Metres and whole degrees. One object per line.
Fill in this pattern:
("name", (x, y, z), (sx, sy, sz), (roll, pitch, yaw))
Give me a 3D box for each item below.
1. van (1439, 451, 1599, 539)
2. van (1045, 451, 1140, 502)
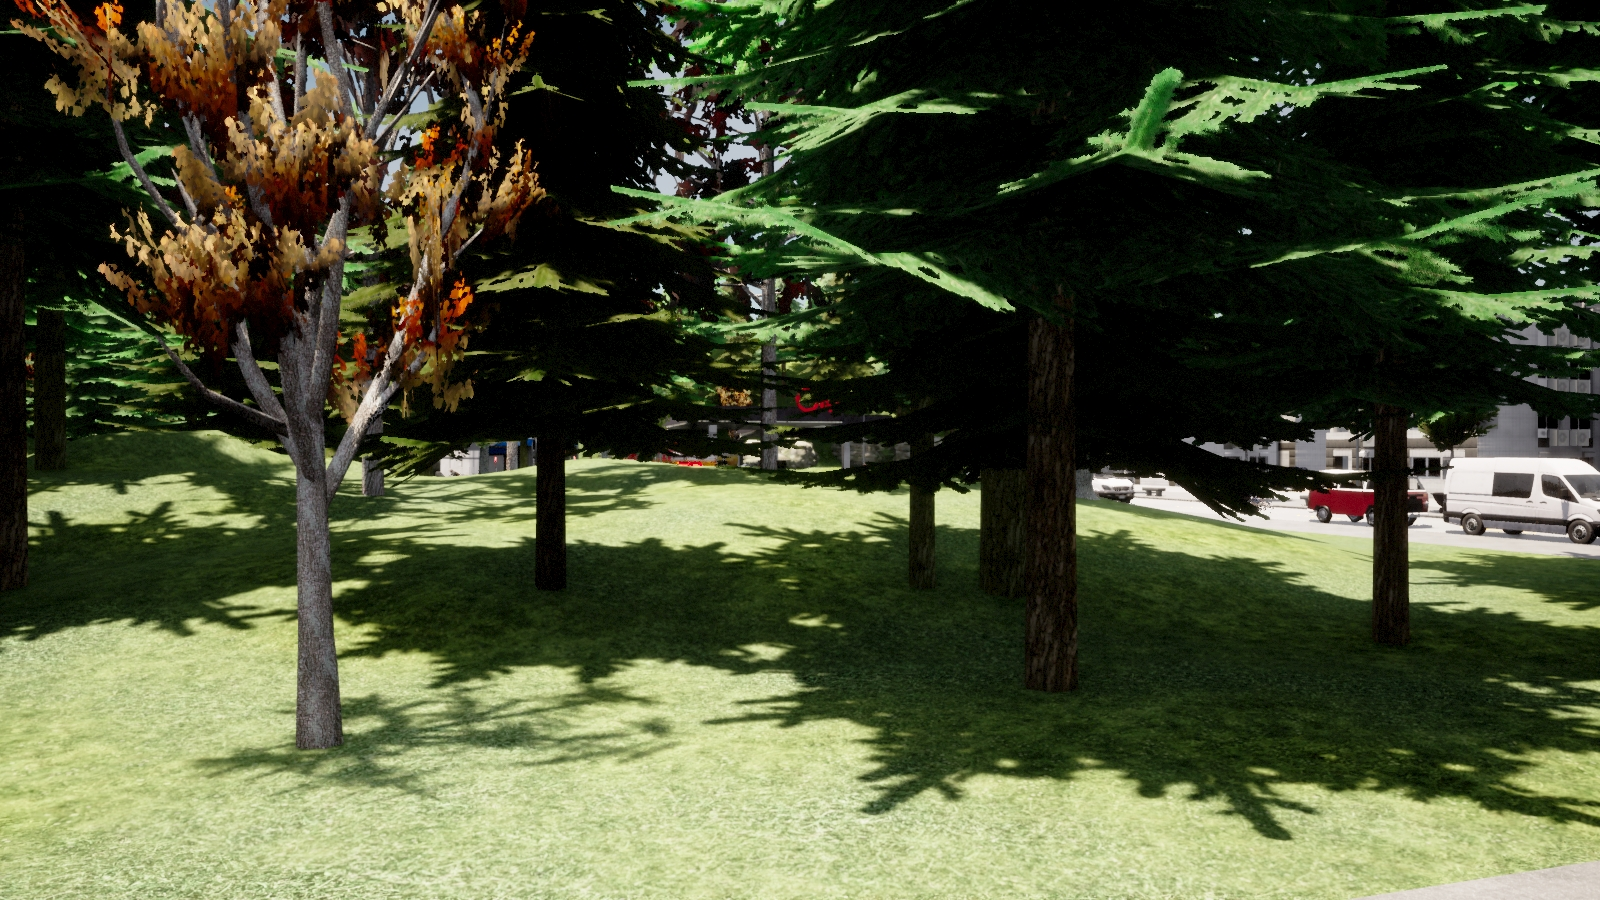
("van", (23.412, 1.314, 36.018), (1.988, 2.561, 5.915), (0, 0, -18))
("van", (15.369, 1.315, 60.454), (1.988, 2.561, 5.915), (0, 0, -18))
